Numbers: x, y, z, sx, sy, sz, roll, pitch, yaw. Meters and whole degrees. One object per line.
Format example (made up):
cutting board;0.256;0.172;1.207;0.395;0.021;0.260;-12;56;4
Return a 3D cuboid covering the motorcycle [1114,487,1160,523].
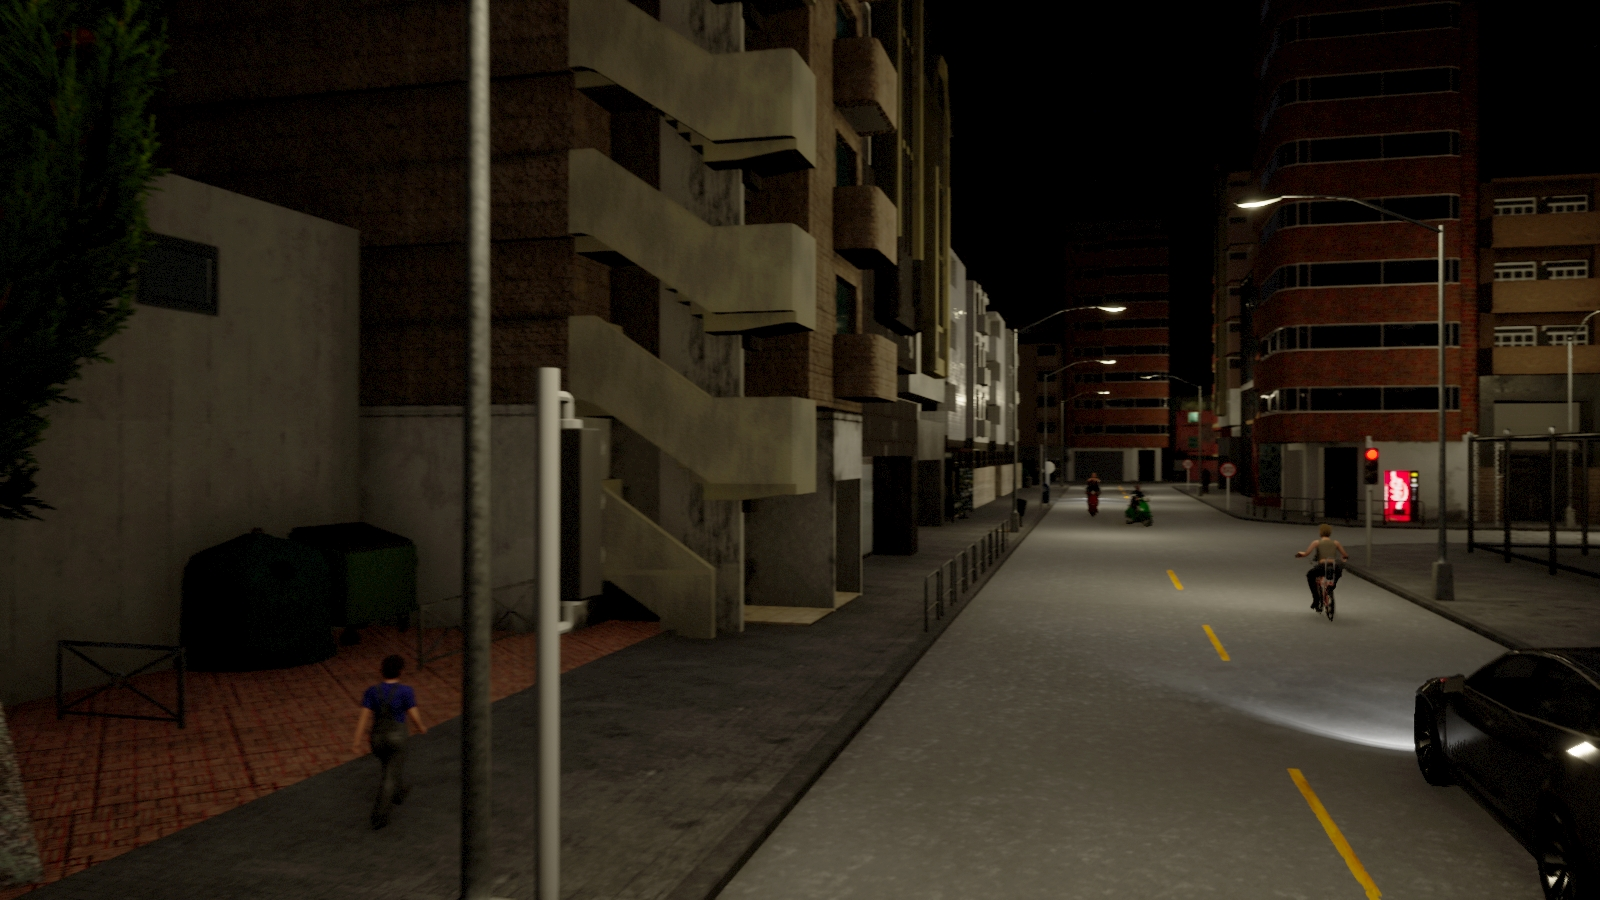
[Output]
motorcycle;12.835;2.085;43.532;0.856;1.236;1.805;3;-1;-13

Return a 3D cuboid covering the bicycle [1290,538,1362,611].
bicycle;8.957;2.096;19.522;0.859;1.080;1.487;0;0;14

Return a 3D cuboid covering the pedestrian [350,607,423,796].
pedestrian;-3.034;1.829;8.399;0.375;1.300;0.375;0;0;5

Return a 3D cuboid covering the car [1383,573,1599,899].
car;5.781;1.872;7.920;2.163;1.488;4.792;0;0;15
